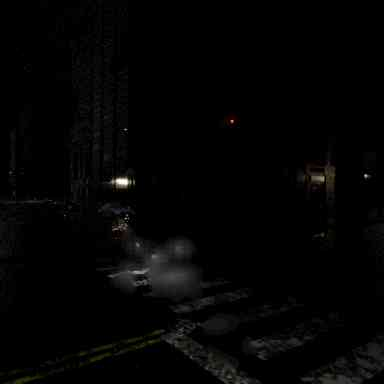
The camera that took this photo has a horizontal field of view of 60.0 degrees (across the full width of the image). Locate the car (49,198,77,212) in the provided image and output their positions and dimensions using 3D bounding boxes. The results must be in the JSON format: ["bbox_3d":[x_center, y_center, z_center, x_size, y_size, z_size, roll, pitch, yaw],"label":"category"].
[{"bbox_3d":[-16.111,1.673,42.144,2.128,1.511,4.902,1,-1,-35],"label":"car"}]

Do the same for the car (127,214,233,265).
[{"bbox_3d":[0.007,1.554,12.203,2.033,1.411,5.357,0,0,23],"label":"car"}]

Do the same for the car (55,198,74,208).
[{"bbox_3d":[-20.760,1.791,54.206,1.812,1.442,4.674,1,-1,-35],"label":"car"}]

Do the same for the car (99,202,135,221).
[{"bbox_3d":[-6.570,1.632,28.674,1.812,1.442,4.674,1,-1,-35],"label":"car"}]

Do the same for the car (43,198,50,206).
[{"bbox_3d":[-26.556,1.803,62.378,2.128,1.511,4.902,1,-1,-36],"label":"car"}]
